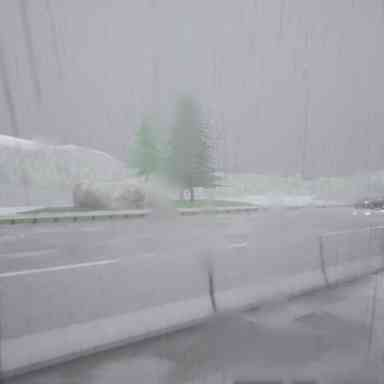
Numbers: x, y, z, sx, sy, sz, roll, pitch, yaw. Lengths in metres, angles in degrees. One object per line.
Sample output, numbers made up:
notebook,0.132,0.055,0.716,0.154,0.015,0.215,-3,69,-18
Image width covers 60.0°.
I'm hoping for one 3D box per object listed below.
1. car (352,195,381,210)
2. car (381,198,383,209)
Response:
car,21.762,1.229,40.971,4.553,1.767,2.097,0,0,-35
car,24.151,1.438,38.377,4.181,1.385,1.994,0,0,-35
